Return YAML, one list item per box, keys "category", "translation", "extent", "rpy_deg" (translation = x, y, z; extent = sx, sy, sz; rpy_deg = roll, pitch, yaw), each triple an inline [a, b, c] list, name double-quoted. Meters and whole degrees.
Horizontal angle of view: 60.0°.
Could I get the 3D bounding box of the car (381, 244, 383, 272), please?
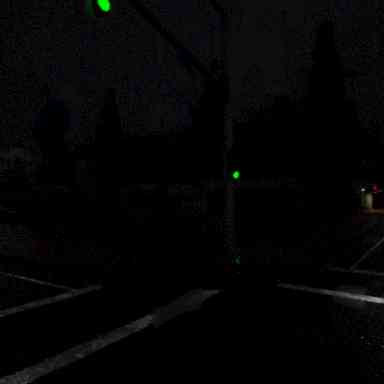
- category: "car"
  translation: [6.904, 1.565, 9.863]
  extent: [1.895, 1.301, 4.718]
  rpy_deg: [-1, 0, 36]
